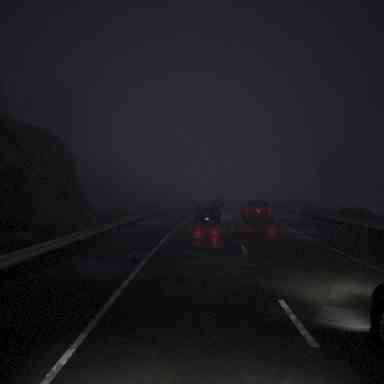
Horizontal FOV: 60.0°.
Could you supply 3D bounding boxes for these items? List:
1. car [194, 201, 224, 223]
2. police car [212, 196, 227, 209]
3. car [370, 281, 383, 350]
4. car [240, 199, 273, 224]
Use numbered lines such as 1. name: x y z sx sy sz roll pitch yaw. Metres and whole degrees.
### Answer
1. car: 1.271 1.598 25.495 1.895 1.301 4.718 0 0 6
2. police car: 3.646 1.421 44.934 1.930 1.638 5.238 0 0 10
3. car: 3.657 1.353 3.053 2.097 1.767 4.553 0 0 1
4. car: 4.809 1.351 25.180 2.097 1.767 4.553 0 0 5
